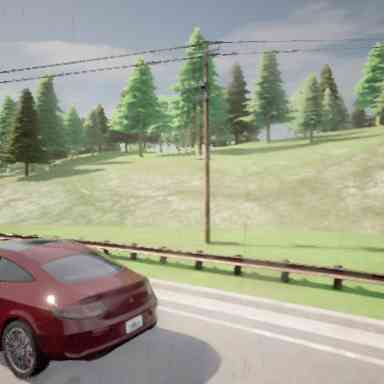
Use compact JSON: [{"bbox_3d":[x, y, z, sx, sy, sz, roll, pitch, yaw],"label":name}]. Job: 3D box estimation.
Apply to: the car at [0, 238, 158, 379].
[{"bbox_3d":[-2.704,1.503,5.390,4.674,1.442,1.812,0,0,31],"label":"car"}]
